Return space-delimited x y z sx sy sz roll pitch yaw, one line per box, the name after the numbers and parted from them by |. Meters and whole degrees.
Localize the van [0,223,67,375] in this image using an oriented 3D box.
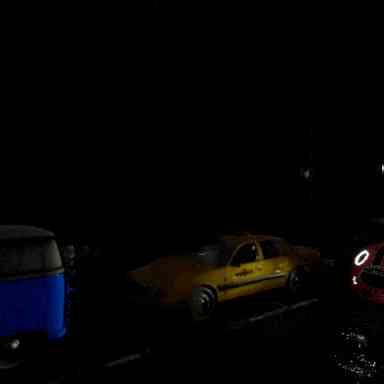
-3.604 1.342 3.969 3.998 1.788 1.690 0 0 -35 | van

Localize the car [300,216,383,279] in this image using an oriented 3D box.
5.595 1.560 10.528 4.313 1.339 1.947 0 0 -35 | car

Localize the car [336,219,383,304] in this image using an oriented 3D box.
5.457 1.347 7.243 4.553 1.767 2.097 0 0 -35 | car

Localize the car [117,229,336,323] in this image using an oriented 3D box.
0.857 1.523 7.149 4.829 1.417 1.752 0 0 -35 | car
